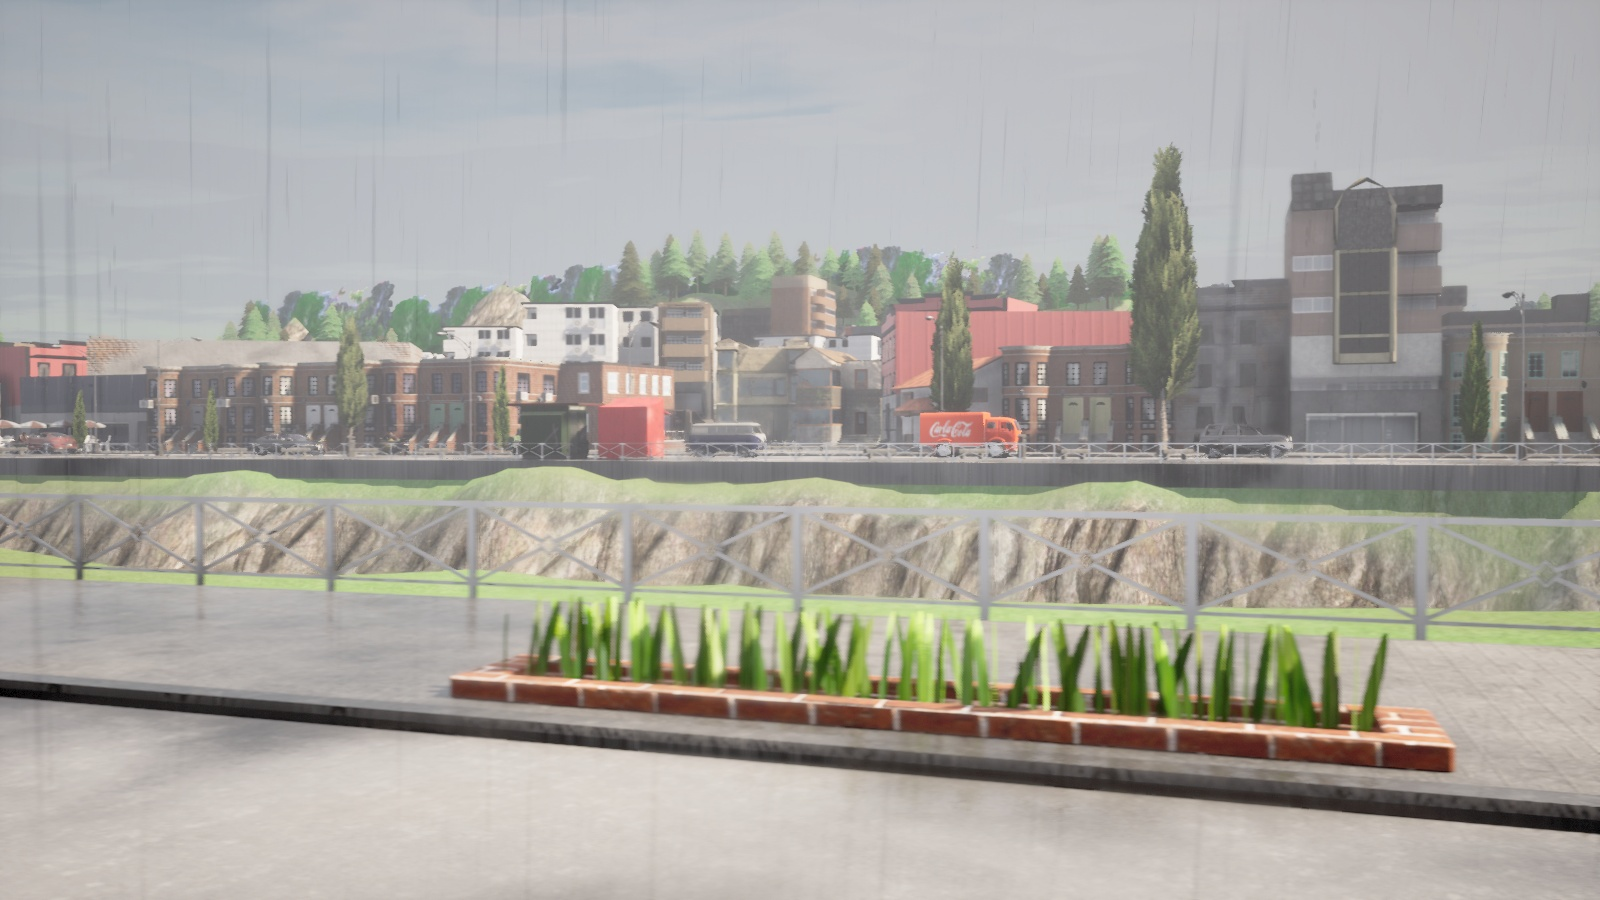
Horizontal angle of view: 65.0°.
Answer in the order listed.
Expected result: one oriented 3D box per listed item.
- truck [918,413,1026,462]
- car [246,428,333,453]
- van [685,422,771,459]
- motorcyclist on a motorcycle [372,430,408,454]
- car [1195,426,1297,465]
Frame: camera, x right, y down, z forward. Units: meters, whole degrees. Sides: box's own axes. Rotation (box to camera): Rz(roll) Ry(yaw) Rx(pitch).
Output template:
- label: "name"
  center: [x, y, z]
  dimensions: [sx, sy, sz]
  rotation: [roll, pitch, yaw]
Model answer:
- label: "truck"
  center: [9.021, -0.680, 65.783]
  dimensions: [5.204, 2.467, 2.627]
  rotation: [1, 1, 19]
- label: "car"
  center: [-32.424, -0.616, 79.720]
  dimensions: [4.902, 1.511, 2.128]
  rotation: [1, 1, 19]
- label: "van"
  center: [-4.004, -0.560, 70.165]
  dimensions: [4.442, 1.987, 1.775]
  rotation: [1, 1, 19]
- label: "motorcyclist on a motorcycle"
  center: [-26.790, -0.553, 82.046]
  dimensions: [2.191, 1.530, 0.866]
  rotation: [1, 1, 19]
- label: "car"
  center: [21.781, -0.260, 61.499]
  dimensions: [4.605, 1.855, 1.932]
  rotation: [1, 1, 19]
